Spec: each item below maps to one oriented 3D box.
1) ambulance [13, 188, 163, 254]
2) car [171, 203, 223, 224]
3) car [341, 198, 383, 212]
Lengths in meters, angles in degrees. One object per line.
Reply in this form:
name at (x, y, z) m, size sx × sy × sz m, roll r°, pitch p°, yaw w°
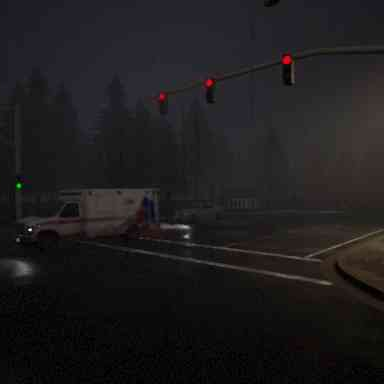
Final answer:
ambulance at (-4.383, 1.080, 14.843) m, size 2.351 × 2.431 × 6.366 m, roll -1°, pitch 0°, yaw 43°
car at (0.498, 1.562, 25.564) m, size 4.674 × 1.442 × 1.812 m, roll 0°, pitch 0°, yaw -44°
car at (19.308, 1.420, 37.859) m, size 4.902 × 1.511 × 2.128 m, roll 0°, pitch 0°, yaw -17°
